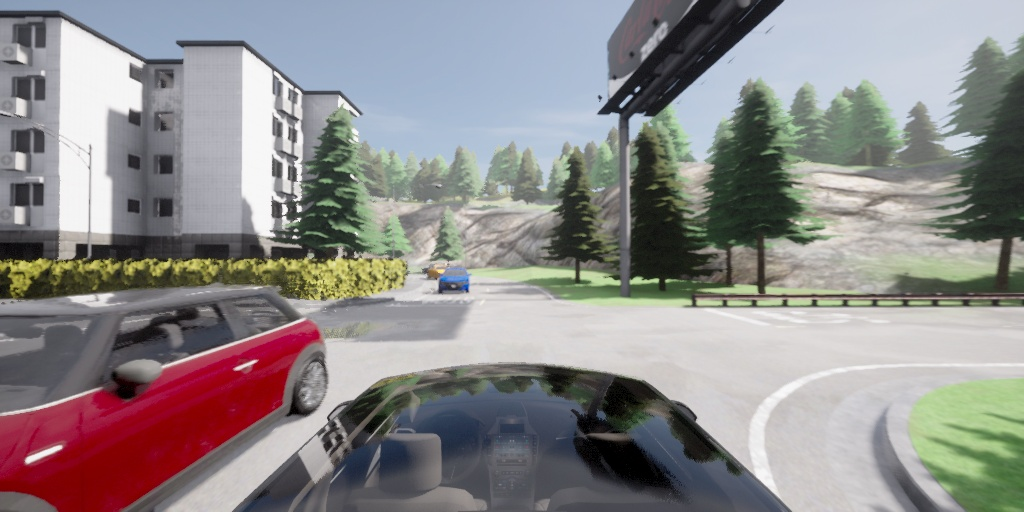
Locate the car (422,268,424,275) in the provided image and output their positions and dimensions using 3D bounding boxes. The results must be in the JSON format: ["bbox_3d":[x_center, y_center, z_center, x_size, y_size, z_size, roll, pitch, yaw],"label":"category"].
[{"bbox_3d":[-10.799,1.759,50.021,2.097,1.767,4.553,0,-1,-40],"label":"car"}]

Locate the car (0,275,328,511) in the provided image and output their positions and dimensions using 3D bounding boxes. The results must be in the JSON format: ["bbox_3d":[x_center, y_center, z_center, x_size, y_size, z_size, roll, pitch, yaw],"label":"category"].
[{"bbox_3d":[-3.560,1.118,2.930,2.097,1.767,4.553,0,0,1],"label":"car"}]

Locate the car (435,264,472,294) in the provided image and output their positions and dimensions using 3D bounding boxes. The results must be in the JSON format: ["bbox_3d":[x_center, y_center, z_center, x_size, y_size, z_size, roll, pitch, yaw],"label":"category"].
[{"bbox_3d":[-3.660,1.518,23.248,1.882,1.535,5.008,0,-1,-7],"label":"car"}]

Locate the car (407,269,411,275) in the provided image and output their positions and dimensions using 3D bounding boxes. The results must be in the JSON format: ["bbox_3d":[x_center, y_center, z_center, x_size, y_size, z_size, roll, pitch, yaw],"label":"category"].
[{"bbox_3d":[-15.918,1.992,50.261,4.181,1.385,1.994,-1,-1,43],"label":"car"}]

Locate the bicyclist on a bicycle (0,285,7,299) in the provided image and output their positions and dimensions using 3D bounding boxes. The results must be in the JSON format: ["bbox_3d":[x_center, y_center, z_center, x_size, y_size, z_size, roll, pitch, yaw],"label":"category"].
[{"bbox_3d":[-22.758,1.129,15.323,0.582,1.620,1.656,0,0,0],"label":"bicyclist on a bicycle"}]

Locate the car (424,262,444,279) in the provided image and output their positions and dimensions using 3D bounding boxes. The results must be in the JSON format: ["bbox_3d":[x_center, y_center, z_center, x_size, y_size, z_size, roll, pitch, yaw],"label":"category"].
[{"bbox_3d":[-7.560,1.720,38.027,1.882,1.535,5.008,0,-1,-26],"label":"car"}]
